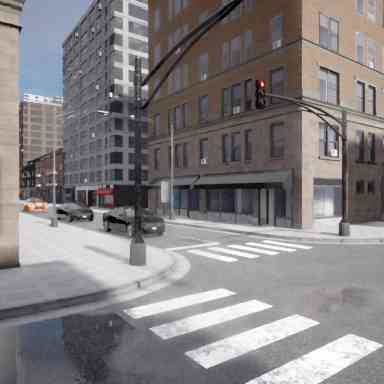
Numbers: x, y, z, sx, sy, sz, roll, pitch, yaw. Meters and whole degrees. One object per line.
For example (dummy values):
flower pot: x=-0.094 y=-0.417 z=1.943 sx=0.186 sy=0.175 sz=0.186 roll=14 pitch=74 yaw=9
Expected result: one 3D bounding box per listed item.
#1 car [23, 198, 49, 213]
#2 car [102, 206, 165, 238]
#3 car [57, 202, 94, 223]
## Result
car: x=-18.449 y=1.535 z=39.324 sx=2.097 sy=1.767 sz=4.553 roll=0 pitch=0 yaw=-36
car: x=-3.354 y=1.546 z=18.566 sx=1.882 sy=1.535 sz=5.008 roll=0 pitch=0 yaw=-36
car: x=-9.549 y=1.593 z=27.066 sx=1.882 sy=1.535 sz=5.008 roll=0 pitch=0 yaw=-36
